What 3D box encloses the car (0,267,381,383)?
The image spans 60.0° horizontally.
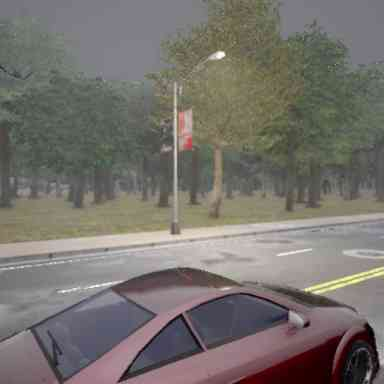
[{"bbox_3d":[0.157,1.556,3.546,4.181,1.385,1.994,0,0,-35],"label":"car"}]
